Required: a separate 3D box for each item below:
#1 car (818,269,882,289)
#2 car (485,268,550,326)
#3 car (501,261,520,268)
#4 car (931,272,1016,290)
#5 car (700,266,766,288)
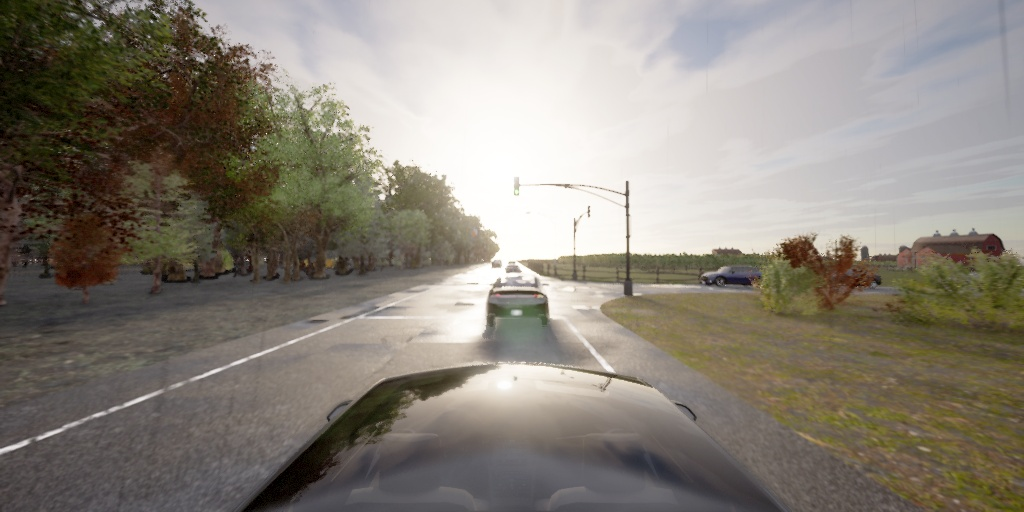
[{"bbox_3d":[26.697,1.801,28.900,5.008,1.535,1.882,1,-1,0],"label":"car"},{"bbox_3d":[0.238,1.330,12.045,2.128,1.511,4.902,0,-1,3],"label":"car"},{"bbox_3d":[0.088,1.631,41.490,2.033,1.411,5.357,0,0,0],"label":"car"},{"bbox_3d":[37.137,1.985,28.852,5.357,1.411,2.033,1,-1,0],"label":"car"},{"bbox_3d":[17.727,1.578,28.982,4.553,1.767,2.097,1,-1,1],"label":"car"}]
